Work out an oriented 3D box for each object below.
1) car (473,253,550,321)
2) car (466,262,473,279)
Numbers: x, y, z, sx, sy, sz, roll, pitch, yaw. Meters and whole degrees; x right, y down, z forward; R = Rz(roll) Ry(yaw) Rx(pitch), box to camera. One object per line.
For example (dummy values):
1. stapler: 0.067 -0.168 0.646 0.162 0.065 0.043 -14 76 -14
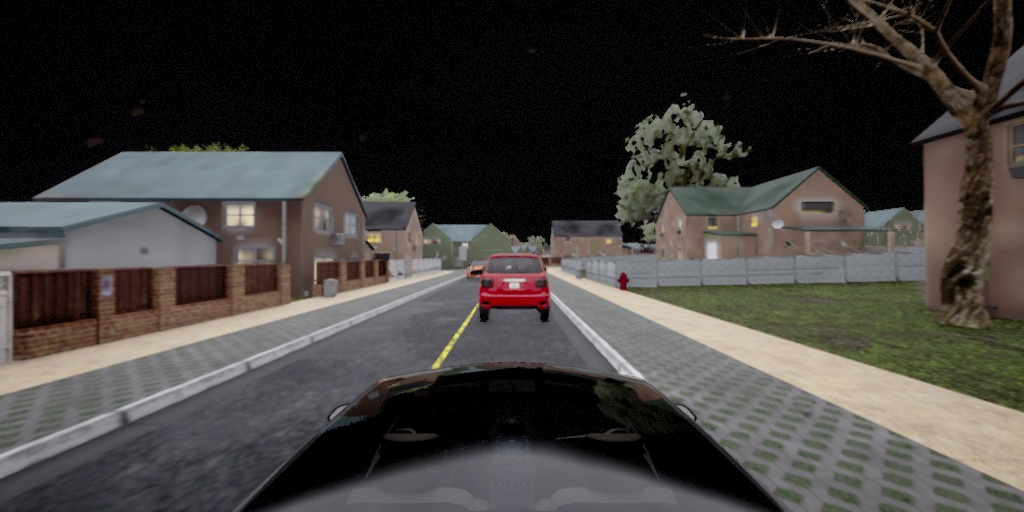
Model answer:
1. car: 0.081 0.965 12.671 2.150 2.045 5.566 0 -1 0
2. car: -2.835 1.119 32.023 2.097 1.767 4.553 0 0 0
